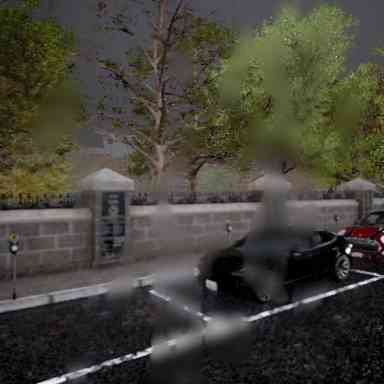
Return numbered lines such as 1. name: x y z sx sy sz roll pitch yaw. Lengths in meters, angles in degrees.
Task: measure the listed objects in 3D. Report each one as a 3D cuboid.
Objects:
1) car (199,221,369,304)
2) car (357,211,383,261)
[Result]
1. car: 2.177 1.529 8.108 4.313 1.339 1.947 0 1 -35
2. car: 6.687 1.373 11.321 4.097 1.590 1.967 0 1 -35
